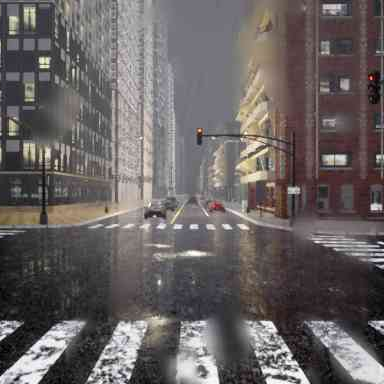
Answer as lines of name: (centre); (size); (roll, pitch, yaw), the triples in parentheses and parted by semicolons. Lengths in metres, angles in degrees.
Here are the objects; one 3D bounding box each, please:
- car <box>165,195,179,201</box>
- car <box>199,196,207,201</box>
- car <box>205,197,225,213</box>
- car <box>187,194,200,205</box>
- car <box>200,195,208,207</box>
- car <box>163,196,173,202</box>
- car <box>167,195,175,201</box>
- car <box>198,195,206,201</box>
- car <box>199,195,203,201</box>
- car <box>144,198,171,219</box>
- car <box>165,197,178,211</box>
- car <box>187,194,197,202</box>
car: (-3.038, 1.521, 49.912); (1.837, 1.490, 4.892); (0, 0, 0)
car: (2.716, 1.626, 84.017); (1.802, 1.307, 4.206); (0, 0, 0)
car: (2.754, 1.591, 37.209); (1.802, 1.307, 4.206); (0, 0, 0)
car: (0.019, 1.548, 59.808); (1.812, 1.442, 4.674); (0, 0, 0)
car: (2.707, 1.567, 50.126); (2.008, 1.369, 4.403); (0, 0, 0)
car: (-5.665, 1.589, 78.371); (2.008, 1.369, 4.403); (0, 0, 0)
car: (-5.662, 1.595, 89.669); (1.887, 1.381, 4.507); (0, 0, 0)
car: (2.718, 1.491, 89.666); (1.967, 1.590, 4.097); (0, 0, 0)
car: (2.709, 1.571, 55.774); (2.008, 1.369, 4.403); (0, 0, 0)
car: (-3.099, 1.553, 29.108); (2.033, 1.411, 5.357); (0, 0, -3)
car: (-3.070, 1.574, 39.457); (1.994, 1.385, 4.181); (0, 0, 1)
car: (0.023, 1.218, 69.781); (2.097, 1.767, 4.553); (0, 0, 0)
